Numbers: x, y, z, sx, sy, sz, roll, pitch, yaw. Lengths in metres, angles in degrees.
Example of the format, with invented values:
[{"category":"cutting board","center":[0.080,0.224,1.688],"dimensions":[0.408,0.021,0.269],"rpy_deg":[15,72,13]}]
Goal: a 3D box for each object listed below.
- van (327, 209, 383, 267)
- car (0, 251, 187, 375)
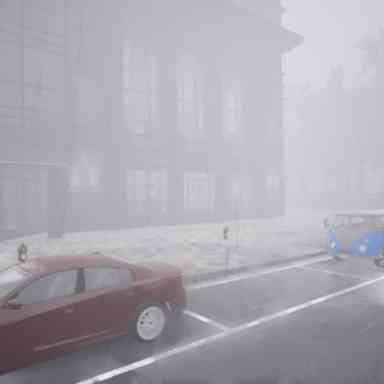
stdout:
[{"category":"van","center":[6.405,1.496,11.695],"dimensions":[3.998,1.788,1.690],"rpy_deg":[0,-2,-38]},{"category":"car","center":[-2.164,1.673,5.035],"dimensions":[4.507,1.381,1.887],"rpy_deg":[0,-2,-38]}]
